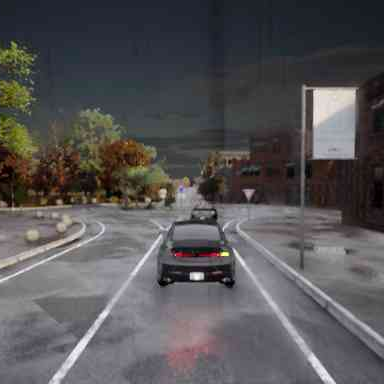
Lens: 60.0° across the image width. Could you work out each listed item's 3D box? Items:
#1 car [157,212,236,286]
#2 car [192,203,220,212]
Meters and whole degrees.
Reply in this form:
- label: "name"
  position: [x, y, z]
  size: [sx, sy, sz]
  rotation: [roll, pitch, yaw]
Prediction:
- label: "car"
  position: [0.102, 1.533, 9.434]
  size: [1.837, 1.490, 4.892]
  rotation: [0, 0, 0]
- label: "car"
  position: [1.032, 1.588, 24.828]
  size: [2.128, 1.511, 4.902]
  rotation: [0, -1, 7]
